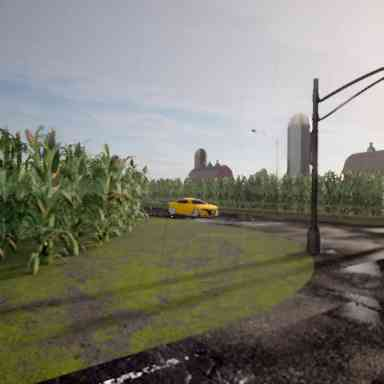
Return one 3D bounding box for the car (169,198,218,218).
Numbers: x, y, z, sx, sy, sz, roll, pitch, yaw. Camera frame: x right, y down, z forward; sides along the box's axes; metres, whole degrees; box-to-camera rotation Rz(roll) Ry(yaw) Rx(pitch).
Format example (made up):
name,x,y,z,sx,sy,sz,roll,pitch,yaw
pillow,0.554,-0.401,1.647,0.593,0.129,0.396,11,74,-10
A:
name,x,y,z,sx,sy,sz,roll,pitch,yaw
car,0.050,1.265,27.346,1.882,1.535,5.008,2,0,-38
